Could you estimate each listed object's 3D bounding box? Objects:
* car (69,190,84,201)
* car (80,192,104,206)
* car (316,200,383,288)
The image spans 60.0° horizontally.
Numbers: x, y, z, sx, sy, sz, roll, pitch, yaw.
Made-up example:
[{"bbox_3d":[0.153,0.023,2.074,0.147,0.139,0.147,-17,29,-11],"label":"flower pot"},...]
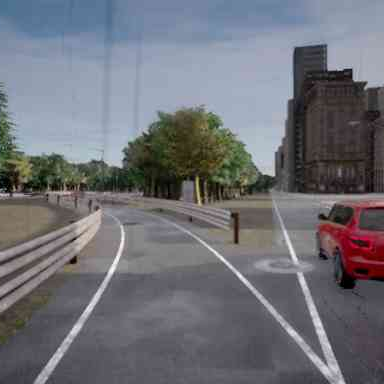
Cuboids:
[{"bbox_3d":[-19.266,0.743,55.942,2.150,2.045,5.566,0,1,-26],"label":"car"},{"bbox_3d":[-14.003,1.188,47.123,1.837,1.490,4.892,0,1,-33],"label":"car"},{"bbox_3d":[4.848,1.218,9.141,2.150,2.045,5.566,0,0,13],"label":"car"}]
